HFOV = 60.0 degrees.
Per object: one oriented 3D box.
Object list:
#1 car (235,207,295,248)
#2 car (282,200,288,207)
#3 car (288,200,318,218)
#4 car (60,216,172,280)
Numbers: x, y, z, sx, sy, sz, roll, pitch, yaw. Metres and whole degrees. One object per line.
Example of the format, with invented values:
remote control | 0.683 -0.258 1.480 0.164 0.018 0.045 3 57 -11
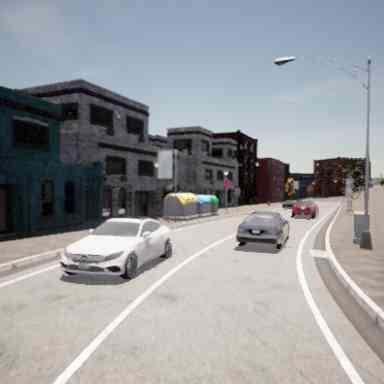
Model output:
car | 3.390 1.609 15.321 2.033 1.411 5.357 1 0 21
car | 14.162 1.814 47.740 1.895 1.301 4.718 1 0 25
car | 11.095 1.532 32.484 2.097 1.767 4.553 1 0 25
car | -1.987 1.505 10.156 1.812 1.442 4.674 1 0 15
